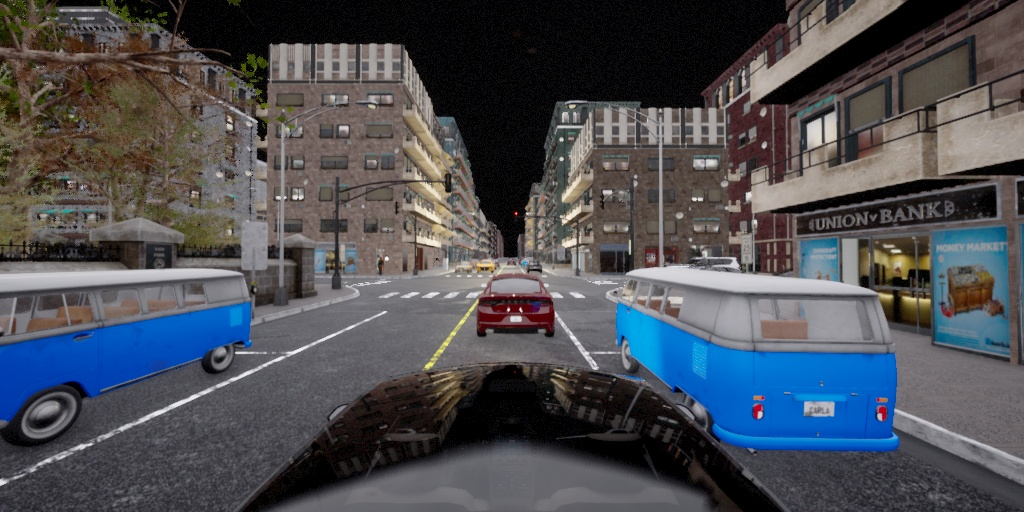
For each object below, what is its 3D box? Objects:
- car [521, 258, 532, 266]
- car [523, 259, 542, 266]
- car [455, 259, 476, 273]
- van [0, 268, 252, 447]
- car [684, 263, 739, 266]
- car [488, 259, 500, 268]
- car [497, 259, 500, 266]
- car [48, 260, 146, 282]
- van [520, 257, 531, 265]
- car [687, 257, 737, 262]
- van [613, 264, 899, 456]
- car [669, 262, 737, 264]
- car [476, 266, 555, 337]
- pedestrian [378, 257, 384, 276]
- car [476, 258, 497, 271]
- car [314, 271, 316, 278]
[{"bbox_3d":[2.634,1.305,48.551,2.007,1.370,4.403,0,0,0],"label":"car"},{"bbox_3d":[2.641,1.319,42.908,1.948,1.339,4.313,0,0,0],"label":"car"},{"bbox_3d":[-5.740,1.279,42.728,1.751,1.417,4.829,0,0,0],"label":"car"},{"bbox_3d":[-5.660,1.091,4.953,1.690,1.789,3.998,0,0,0],"label":"van"},{"bbox_3d":[13.508,1.327,22.709,4.313,1.339,1.948,0,0,1],"label":"car"},{"bbox_3d":[-3.137,1.283,63.693,1.812,1.442,4.674,0,0,0],"label":"car"},{"bbox_3d":[-3.160,1.303,53.554,2.033,1.411,5.357,0,0,0],"label":"car"},{"bbox_3d":[-29.695,1.075,25.771,4.892,1.490,1.837,0,-1,0],"label":"car"},{"bbox_3d":[2.620,1.097,59.835,1.690,1.789,3.998,0,0,0],"label":"van"},{"bbox_3d":[15.068,1.094,28.482,5.566,2.045,2.150,0,-1,2],"label":"car"},{"bbox_3d":[2.654,1.091,4.962,1.690,1.789,3.998,0,0,0],"label":"van"},{"bbox_3d":[13.925,1.357,25.298,5.357,1.411,2.033,0,-1,0],"label":"car"},{"bbox_3d":[0.087,1.228,10.320,1.882,1.535,5.008,0,0,0],"label":"car"},{"bbox_3d":[-12.579,0.959,34.331,0.375,1.860,0.375,0,-1,1],"label":"pedestrian"},{"bbox_3d":[-3.153,1.231,43.593,1.882,1.535,5.008,0,0,0],"label":"car"},{"bbox_3d":[-16.700,1.241,25.601,4.718,1.301,1.895,0,-1,1],"label":"car"}]
